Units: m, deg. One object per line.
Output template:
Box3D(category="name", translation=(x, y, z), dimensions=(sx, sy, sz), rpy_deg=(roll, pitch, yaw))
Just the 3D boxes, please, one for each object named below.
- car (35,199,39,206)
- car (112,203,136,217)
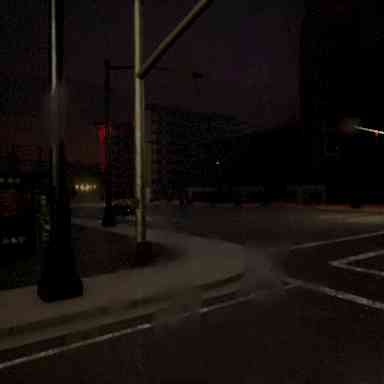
Box3D(category="car", translation=(-33.642, 2.189, 70.176), dimensions=(1.837, 1.490, 4.892), rpy_deg=(-1, 0, -36))
Box3D(category="car", translation=(-6.481, 1.735, 32.543), dimensions=(1.895, 1.301, 4.718), rpy_deg=(-1, 0, -36))
